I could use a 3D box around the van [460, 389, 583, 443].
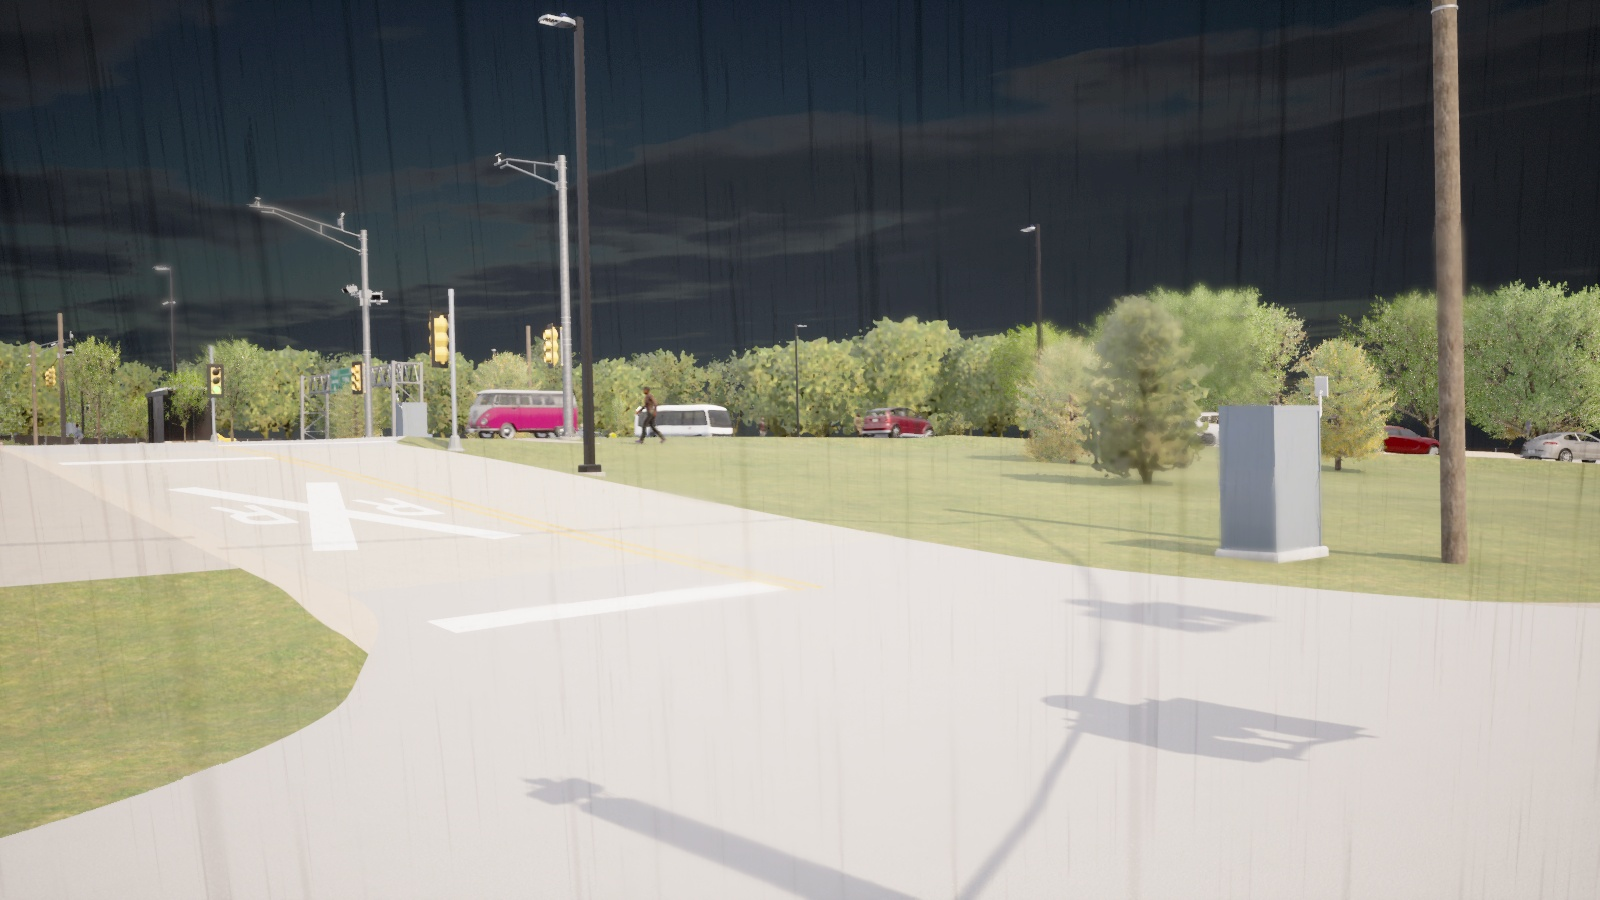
[{"bbox_3d":[-10.893,-1.316,49.392,1.775,1.987,4.442,-1,1,44],"label":"van"}]

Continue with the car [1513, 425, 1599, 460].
[{"bbox_3d":[37.629,-0.357,61.044,5.027,1.651,2.152,0,0,-13],"label":"car"}]

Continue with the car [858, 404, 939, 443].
[{"bbox_3d":[4.563,-1.183,57.931,1.789,1.549,3.705,-2,-3,43],"label":"car"}]

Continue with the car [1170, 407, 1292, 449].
[{"bbox_3d":[19.212,-0.967,56.093,4.611,1.667,2.242,2,0,-5],"label":"car"}]

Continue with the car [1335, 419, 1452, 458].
[{"bbox_3d":[29.675,-0.570,62.839,5.008,1.535,1.882,3,4,-11],"label":"car"}]

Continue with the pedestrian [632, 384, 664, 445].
[{"bbox_3d":[-4.601,-1.077,38.058,0.869,1.805,0.328,-2,1,-18],"label":"pedestrian"}]
